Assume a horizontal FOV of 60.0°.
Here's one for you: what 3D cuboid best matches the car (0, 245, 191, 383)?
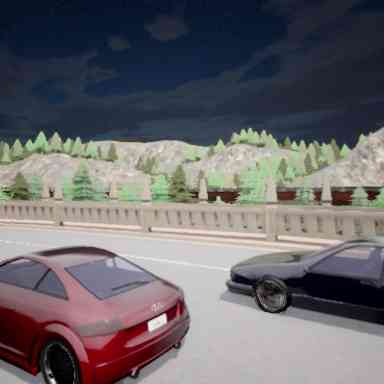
[{"bbox_3d":[-2.108,1.545,5.107,4.181,1.385,1.994,0,0,33],"label":"car"}]

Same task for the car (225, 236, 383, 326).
[{"bbox_3d":[3.294,1.518,5.813,5.357,1.411,2.033,0,0,34],"label":"car"}]
